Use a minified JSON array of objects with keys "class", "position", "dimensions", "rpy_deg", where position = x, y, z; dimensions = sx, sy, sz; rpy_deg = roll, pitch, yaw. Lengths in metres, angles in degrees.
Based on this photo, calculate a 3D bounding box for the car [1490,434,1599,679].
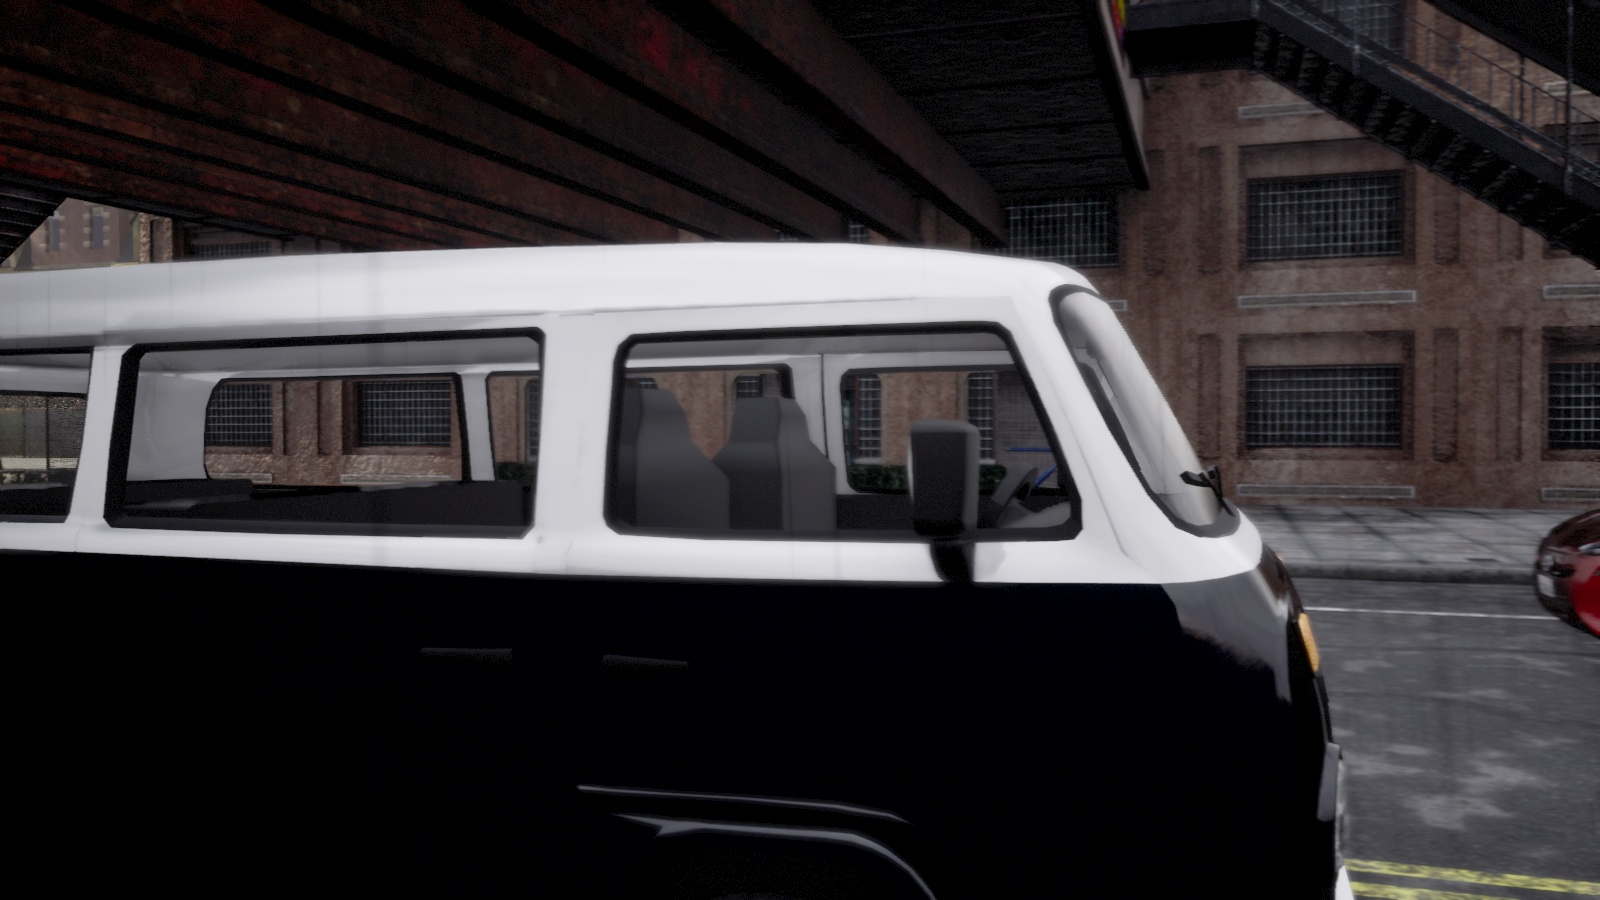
[{"class":"car","position":[7.239,0.676,8.163],"dimensions":[4.514,1.525,2.007],"rpy_deg":[1,1,18]}]

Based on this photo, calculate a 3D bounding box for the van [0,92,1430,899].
[{"class":"van","position":[-0.897,0.490,3.491],"dimensions":[4.480,2.038,2.069],"rpy_deg":[0,1,19]}]
